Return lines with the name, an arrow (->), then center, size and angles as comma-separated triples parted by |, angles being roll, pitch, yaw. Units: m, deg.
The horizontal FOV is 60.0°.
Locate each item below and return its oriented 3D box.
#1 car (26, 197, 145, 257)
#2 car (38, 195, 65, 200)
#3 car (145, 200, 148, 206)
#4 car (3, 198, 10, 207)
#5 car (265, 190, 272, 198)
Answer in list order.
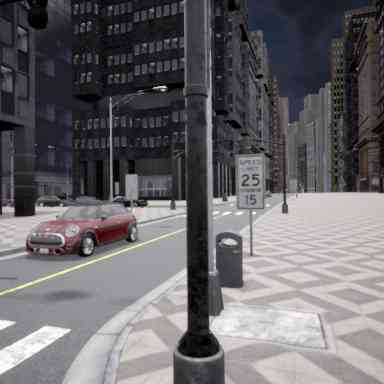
car -> -3.895, 1.210, 12.479 | 2.097, 1.767, 4.553 | -1, 1, 19
car -> -16.094, 1.146, 39.524 | 4.892, 1.490, 1.837 | 0, 0, 19
car -> -7.210, 1.157, 36.469 | 4.718, 1.301, 1.895 | -1, 0, 19
car -> -25.856, 1.085, 42.880 | 4.553, 1.767, 2.097 | 0, 0, 19
car -> 15.443, 0.399, 68.964 | 1.837, 1.490, 4.892 | -1, 1, 19
